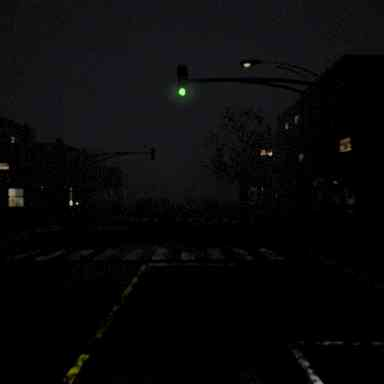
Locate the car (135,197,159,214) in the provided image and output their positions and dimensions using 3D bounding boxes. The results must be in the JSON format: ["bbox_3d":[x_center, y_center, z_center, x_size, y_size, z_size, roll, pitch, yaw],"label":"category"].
[{"bbox_3d":[-5.700,1.659,40.617,2.192,1.841,5.009,-1,0,0],"label":"car"}]

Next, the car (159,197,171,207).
[{"bbox_3d":[-5.704,1.845,62.792,2.192,1.841,5.009,-1,0,0],"label":"car"}]

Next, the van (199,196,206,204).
[{"bbox_3d":[2.675,2.056,84.968,1.690,1.788,3.998,-1,0,0],"label":"van"}]

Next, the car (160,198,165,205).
[{"bbox_3d":[-5.699,2.019,51.702,1.802,1.307,4.206,-1,0,0],"label":"car"}]

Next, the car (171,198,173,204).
[{"bbox_3d":[-5.703,1.891,68.336,2.192,1.841,5.009,-1,0,0],"label":"car"}]

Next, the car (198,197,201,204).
[{"bbox_3d":[2.680,2.081,62.791,2.008,1.369,4.403,-1,0,0],"label":"car"}]

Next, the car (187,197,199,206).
[{"bbox_3d":[-0.010,2.039,66.569,1.882,1.535,5.008,0,0,0],"label":"car"}]

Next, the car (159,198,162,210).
[{"bbox_3d":[-5.699,1.935,46.158,1.887,1.381,4.507,-1,0,0],"label":"car"}]

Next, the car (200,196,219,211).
[{"bbox_3d":[2.680,1.706,46.162,2.192,1.841,5.009,-1,0,0],"label":"car"}]

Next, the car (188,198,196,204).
[{"bbox_3d":[-0.010,2.099,77.019,1.994,1.385,4.181,0,0,0],"label":"car"}]

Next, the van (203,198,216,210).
[{"bbox_3d":[2.680,1.778,51.705,1.690,1.788,3.998,-1,0,0],"label":"van"}]
